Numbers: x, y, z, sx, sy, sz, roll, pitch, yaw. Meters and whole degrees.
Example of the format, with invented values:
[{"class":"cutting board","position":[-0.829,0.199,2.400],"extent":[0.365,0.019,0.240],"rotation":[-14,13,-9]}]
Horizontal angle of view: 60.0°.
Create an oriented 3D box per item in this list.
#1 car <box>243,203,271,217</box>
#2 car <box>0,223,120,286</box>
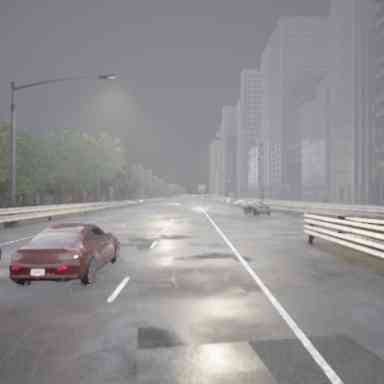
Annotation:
[{"class":"car","position":[7.045,1.911,36.645],"extent":[2.128,1.511,4.902],"rotation":[0,-1,-10]},{"class":"car","position":[-3.403,1.630,9.642],"extent":[1.812,1.442,4.674],"rotation":[0,-1,0]}]
